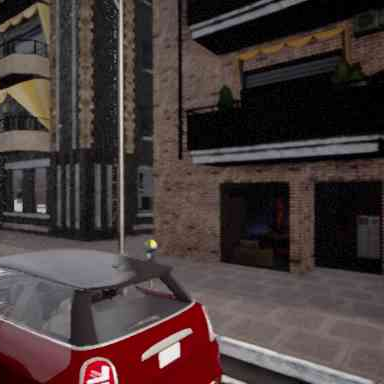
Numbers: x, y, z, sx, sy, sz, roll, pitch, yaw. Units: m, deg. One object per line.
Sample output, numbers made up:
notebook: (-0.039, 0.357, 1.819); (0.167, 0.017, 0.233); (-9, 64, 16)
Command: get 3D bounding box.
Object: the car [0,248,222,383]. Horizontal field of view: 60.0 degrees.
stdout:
car: (-1.772, 1.412, 3.997); (4.097, 1.590, 1.967); (1, 0, 36)
